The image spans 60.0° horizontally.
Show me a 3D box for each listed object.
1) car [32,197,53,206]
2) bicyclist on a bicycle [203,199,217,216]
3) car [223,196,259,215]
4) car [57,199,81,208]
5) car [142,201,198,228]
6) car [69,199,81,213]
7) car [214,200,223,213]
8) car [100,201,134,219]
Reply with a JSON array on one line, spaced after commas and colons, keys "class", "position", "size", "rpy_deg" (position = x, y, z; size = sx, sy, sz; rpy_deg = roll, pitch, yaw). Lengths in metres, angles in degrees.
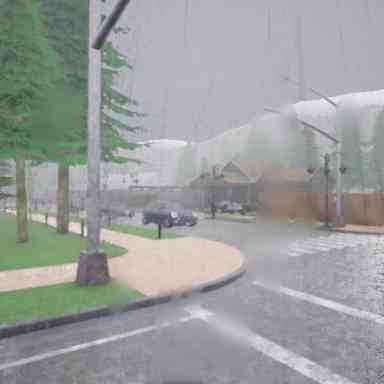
[{"class": "car", "position": [-26.149, 1.579, 58.163], "size": [4.902, 1.511, 2.128], "rpy_deg": [0, 0, 42]}, {"class": "bicyclist on a bicycle", "position": [1.690, 1.426, 30.955], "size": [1.656, 1.620, 0.582], "rpy_deg": [1, 0, -37]}, {"class": "car", "position": [5.851, 1.365, 34.497], "size": [4.605, 1.855, 1.932], "rpy_deg": [1, 0, -37]}, {"class": "car", "position": [-19.006, 1.704, 51.210], "size": [1.895, 1.301, 4.718], "rpy_deg": [1, 0, -42]}, {"class": "car", "position": [-1.578, 1.436, 22.814], "size": [2.097, 1.767, 4.553], "rpy_deg": [1, 0, -37]}, {"class": "car", "position": [-13.177, 1.585, 38.285], "size": [1.837, 1.490, 4.892], "rpy_deg": [1, 0, -37]}, {"class": "car", "position": [4.031, 1.363, 36.275], "size": [3.866, 1.878, 1.905], "rpy_deg": [1, 0, -37]}, {"class": "car", "position": [-6.963, 1.574, 30.023], "size": [2.128, 1.511, 4.902], "rpy_deg": [1, 0, -37]}]
